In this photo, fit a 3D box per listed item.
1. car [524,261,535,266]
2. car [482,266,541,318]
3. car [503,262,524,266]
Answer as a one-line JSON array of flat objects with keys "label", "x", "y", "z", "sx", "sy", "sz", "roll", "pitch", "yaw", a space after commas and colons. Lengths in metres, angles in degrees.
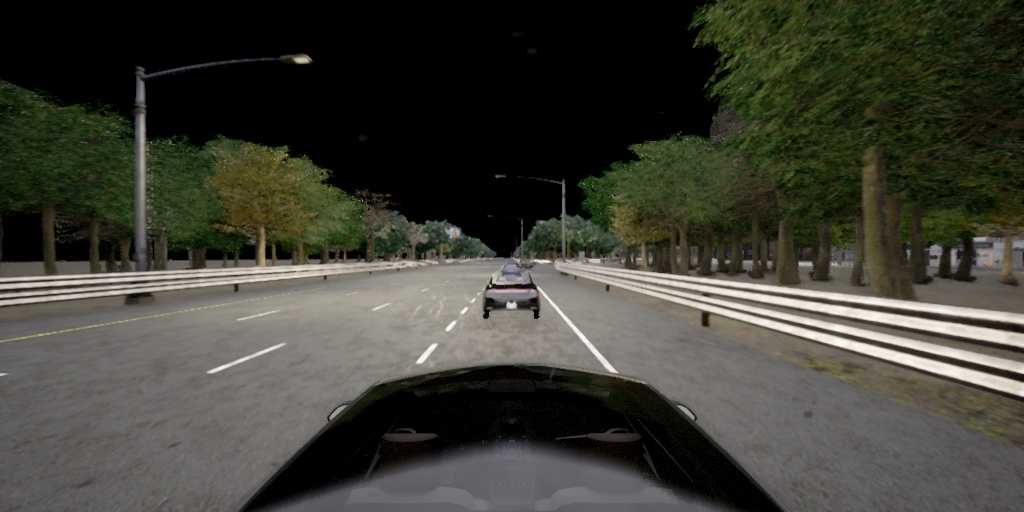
[{"label": "car", "x": 2.433, "y": 1.492, "z": 56.907, "sx": 1.895, "sy": 1.301, "sz": 4.718, "roll": 0, "pitch": 0, "yaw": 14}, {"label": "car", "x": -0.019, "y": 1.272, "z": 13.059, "sx": 2.128, "sy": 1.511, "sz": 4.902, "roll": 0, "pitch": 0, "yaw": 0}, {"label": "car", "x": -0.012, "y": 1.410, "z": 37.065, "sx": 1.994, "sy": 1.385, "sz": 4.181, "roll": 0, "pitch": 0, "yaw": 2}]
